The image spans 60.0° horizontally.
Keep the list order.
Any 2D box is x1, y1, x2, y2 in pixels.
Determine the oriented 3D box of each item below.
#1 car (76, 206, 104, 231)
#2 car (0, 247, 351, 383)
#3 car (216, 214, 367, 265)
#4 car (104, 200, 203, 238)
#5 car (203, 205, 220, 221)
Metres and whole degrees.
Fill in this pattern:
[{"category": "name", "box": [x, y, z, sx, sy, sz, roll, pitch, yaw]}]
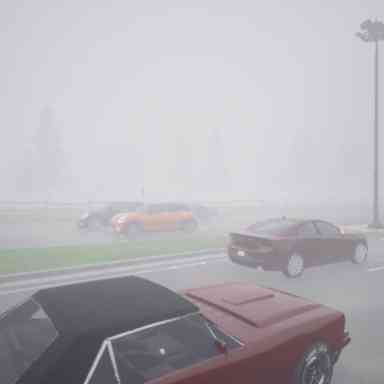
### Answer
[{"category": "car", "box": [-4.656, 1.334, 20.252, 4.553, 1.767, 2.097, 0, 0, -25]}, {"category": "car", "box": [-0.447, 1.598, 3.360, 4.718, 1.301, 1.895, 0, 0, -35]}, {"category": "car", "box": [3.367, 1.482, 10.183, 5.008, 1.535, 1.882, 0, 0, -33]}, {"category": "car", "box": [-2.031, 1.341, 17.623, 4.553, 1.767, 2.097, 0, 0, -25]}, {"category": "car", "box": [-0.474, 1.537, 26.079, 5.357, 1.411, 2.033, 0, 0, -26]}]
